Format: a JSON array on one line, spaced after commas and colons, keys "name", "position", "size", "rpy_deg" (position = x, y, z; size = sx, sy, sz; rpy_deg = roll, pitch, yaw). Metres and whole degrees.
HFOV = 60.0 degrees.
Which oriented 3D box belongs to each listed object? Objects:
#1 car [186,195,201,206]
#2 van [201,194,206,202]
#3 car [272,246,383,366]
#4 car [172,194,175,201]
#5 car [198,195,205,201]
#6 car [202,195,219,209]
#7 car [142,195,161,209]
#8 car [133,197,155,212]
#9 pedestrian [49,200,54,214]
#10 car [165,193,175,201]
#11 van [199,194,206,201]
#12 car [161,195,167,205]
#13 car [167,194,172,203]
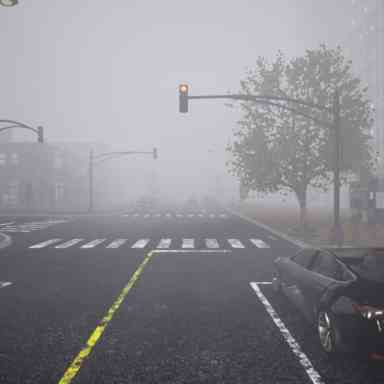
[{"name": "car", "position": [0.037, 1.568, 55.014], "size": [1.994, 1.385, 4.181], "rpy_deg": [0, 0, 0]}, {"name": "van", "position": [2.639, 1.345, 49.382], "size": [1.690, 1.788, 3.998], "rpy_deg": [0, 0, 0]}, {"name": "car", "position": [2.688, 1.566, 5.801], "size": [1.947, 1.339, 4.313], "rpy_deg": [0, 0, 0]}, {"name": "car", "position": [-5.780, 1.558, 82.675], "size": [2.008, 1.369, 4.403], "rpy_deg": [0, 0, 0]}, {"name": "car", "position": [2.594, 1.534, 88.408], "size": [1.752, 1.417, 4.829], "rpy_deg": [0, 0, 0]}, {"name": "car", "position": [2.644, 1.528, 44.000], "size": [1.752, 1.417, 4.829], "rpy_deg": [0, 0, 0]}, {"name": "car", "position": [-5.735, 1.318, 43.818], "size": [2.192, 1.841, 5.009], "rpy_deg": [0, 0, 0]}, {"name": "car", "position": [-5.729, 1.584, 38.267], "size": [1.802, 1.307, 4.206], "rpy_deg": [0, 0, 0]}, {"name": "pedestrian", "position": [-12.783, 1.318, 30.262], "size": [0.375, 1.300, 0.375], "rpy_deg": [0, -1, -1]}, {"name": "car", "position": [-5.786, 1.324, 88.227], "size": [2.192, 1.841, 5.009], "rpy_deg": [0, 0, 0]}, {"name": "van", "position": [2.602, 1.349, 82.687], "size": [1.690, 1.788, 3.998], "rpy_deg": [0, 0, 0]}, {"name": "car", "position": [-5.748, 1.555, 54.921], "size": [2.008, 1.369, 4.403], "rpy_deg": [0, 0, 0]}, {"name": "car", "position": [-5.767, 1.531, 71.404], "size": [1.752, 1.417, 4.829], "rpy_deg": [0, 0, 0]}]
